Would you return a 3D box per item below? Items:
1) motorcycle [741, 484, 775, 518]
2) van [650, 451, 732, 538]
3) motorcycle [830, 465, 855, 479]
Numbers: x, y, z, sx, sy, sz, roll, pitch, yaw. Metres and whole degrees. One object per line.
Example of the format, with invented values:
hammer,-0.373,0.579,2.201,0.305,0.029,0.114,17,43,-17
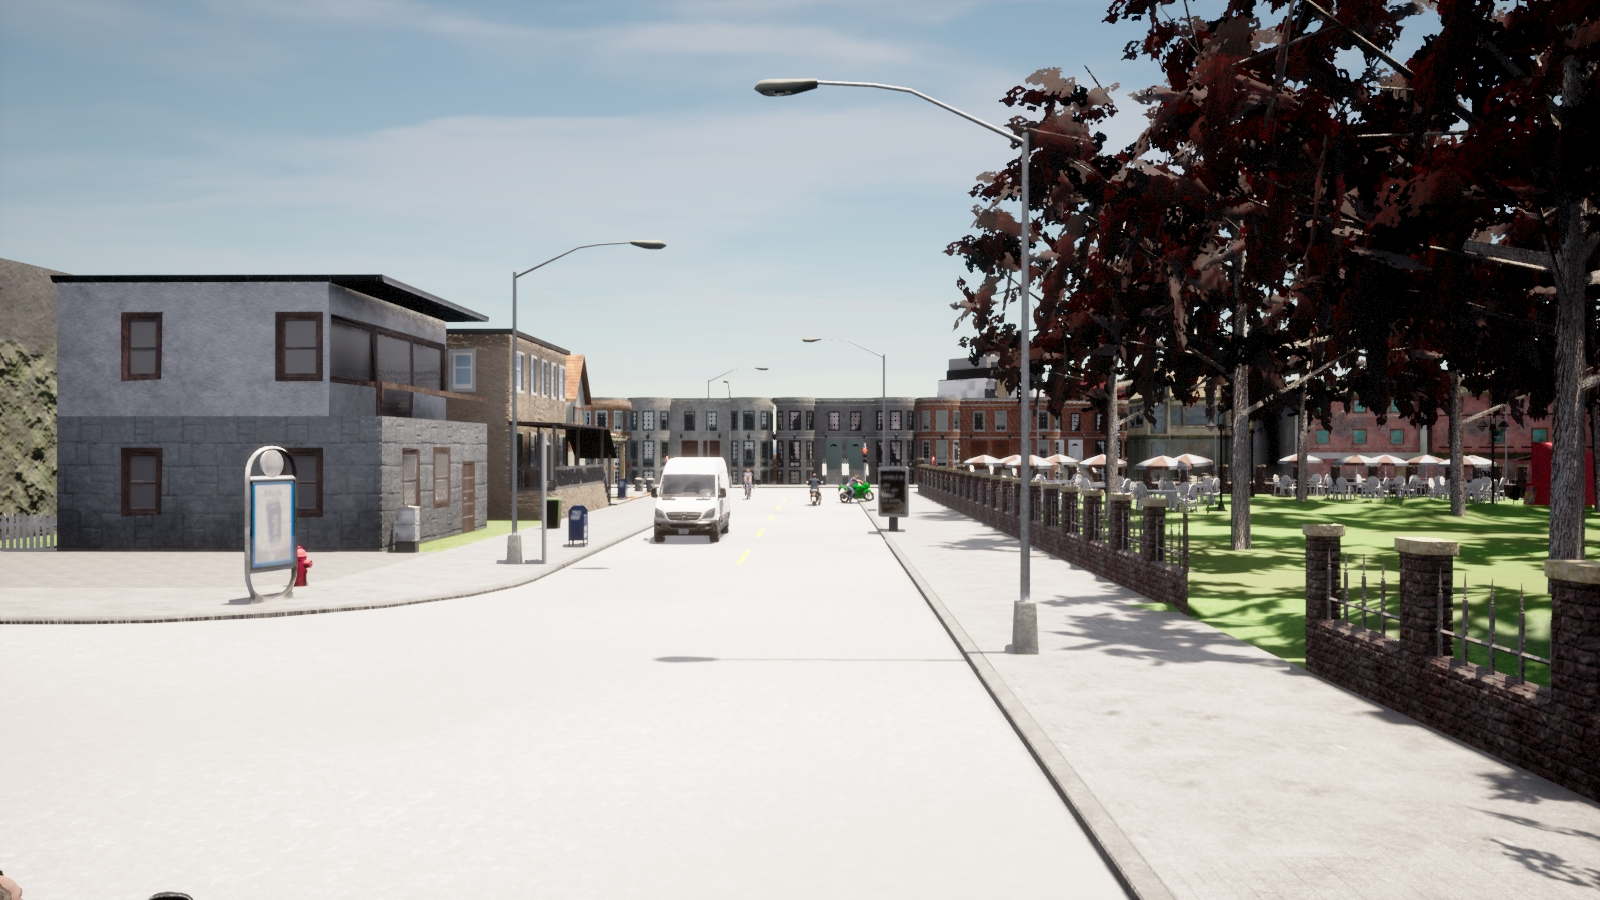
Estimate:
motorcycle,-1.677,1.985,45.065,0.867,1.251,2.209,0,0,-15
van,-3.393,1.314,36.728,1.988,2.561,5.915,0,0,1
motorcycle,3.779,1.939,101.151,2.033,1.145,0.803,-5,-2,27
